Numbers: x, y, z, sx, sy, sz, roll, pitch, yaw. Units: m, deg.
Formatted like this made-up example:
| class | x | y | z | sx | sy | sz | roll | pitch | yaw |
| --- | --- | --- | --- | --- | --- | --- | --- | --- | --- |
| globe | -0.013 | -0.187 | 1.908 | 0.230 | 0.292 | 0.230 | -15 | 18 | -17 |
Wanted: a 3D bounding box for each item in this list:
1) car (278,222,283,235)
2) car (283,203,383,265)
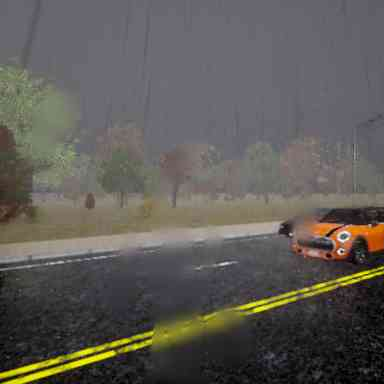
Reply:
| class | x | y | z | sx | sy | sz | roll | pitch | yaw |
| --- | --- | --- | --- | --- | --- | --- | --- | --- | --- |
| car | 6.617 | 1.489 | 16.325 | 5.357 | 1.411 | 2.033 | 0 | 0 | -35 |
| car | 5.601 | 1.307 | 11.639 | 4.553 | 1.767 | 2.097 | 0 | 0 | -35 |
